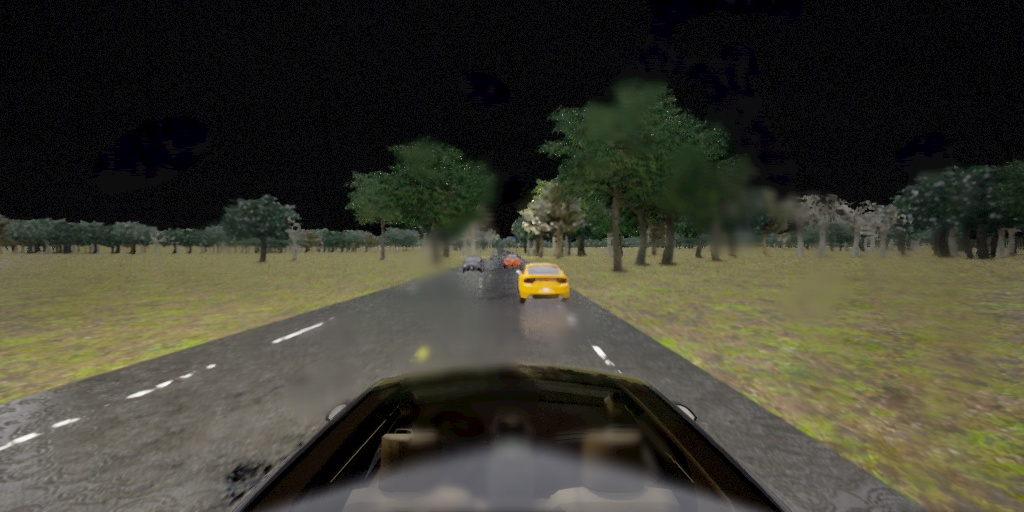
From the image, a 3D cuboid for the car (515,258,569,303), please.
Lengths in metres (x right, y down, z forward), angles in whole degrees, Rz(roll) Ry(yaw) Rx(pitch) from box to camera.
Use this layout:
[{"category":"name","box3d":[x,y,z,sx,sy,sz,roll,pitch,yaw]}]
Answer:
[{"category":"car","box3d":[1.227,1.025,15.331,1.882,1.535,5.008,0,1,0]}]

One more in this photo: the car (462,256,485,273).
[{"category":"car","box3d":[-3.574,0.766,34.058,1.837,1.490,4.892,0,0,0]}]

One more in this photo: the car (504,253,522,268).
[{"category":"car","box3d":[0.069,0.462,43.492,2.097,1.767,4.553,0,1,0]}]
